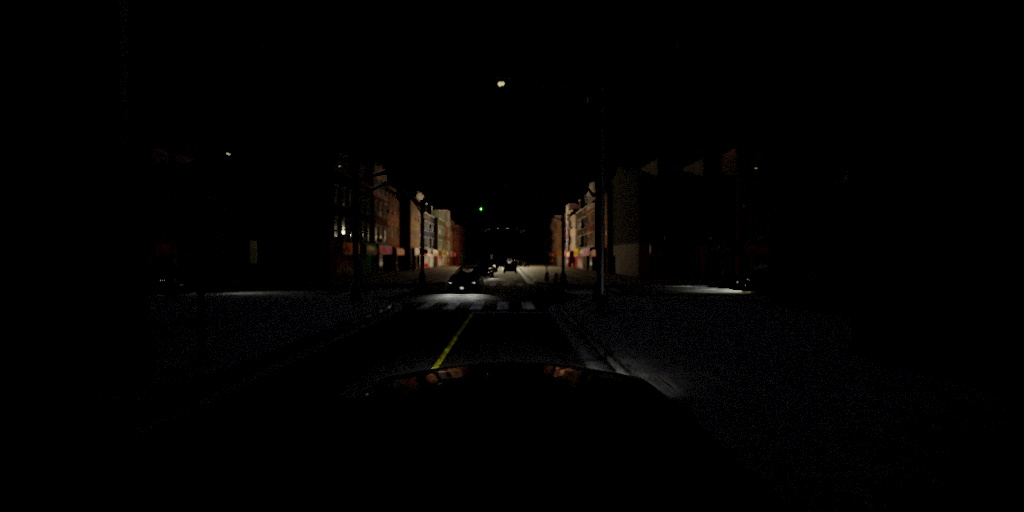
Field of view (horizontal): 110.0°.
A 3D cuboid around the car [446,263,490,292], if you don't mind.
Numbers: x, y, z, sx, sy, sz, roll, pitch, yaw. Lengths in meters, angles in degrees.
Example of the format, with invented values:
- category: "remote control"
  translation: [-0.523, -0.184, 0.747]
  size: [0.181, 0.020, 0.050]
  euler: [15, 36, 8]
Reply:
- category: "car"
  translation: [-2.729, 1.386, 22.326]
  size: [2.033, 1.411, 5.357]
  euler: [0, 0, 1]

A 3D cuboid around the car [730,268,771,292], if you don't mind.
- category: "car"
  translation: [16.113, 1.459, 22.470]
  size: [4.181, 1.385, 1.994]
  euler: [0, 0, 0]

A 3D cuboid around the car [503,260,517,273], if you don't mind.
- category: "car"
  translation: [-0.225, 1.533, 47.194]
  size: [1.948, 1.339, 4.313]
  euler: [0, 0, 0]

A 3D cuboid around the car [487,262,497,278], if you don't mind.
- category: "car"
  translation: [-2.772, 1.453, 36.497]
  size: [1.837, 1.490, 4.892]
  euler: [0, 0, 0]

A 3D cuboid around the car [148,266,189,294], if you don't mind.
- category: "car"
  translation: [-20.243, 1.273, 19.290]
  size: [4.902, 1.511, 2.128]
  euler: [0, 0, 0]
